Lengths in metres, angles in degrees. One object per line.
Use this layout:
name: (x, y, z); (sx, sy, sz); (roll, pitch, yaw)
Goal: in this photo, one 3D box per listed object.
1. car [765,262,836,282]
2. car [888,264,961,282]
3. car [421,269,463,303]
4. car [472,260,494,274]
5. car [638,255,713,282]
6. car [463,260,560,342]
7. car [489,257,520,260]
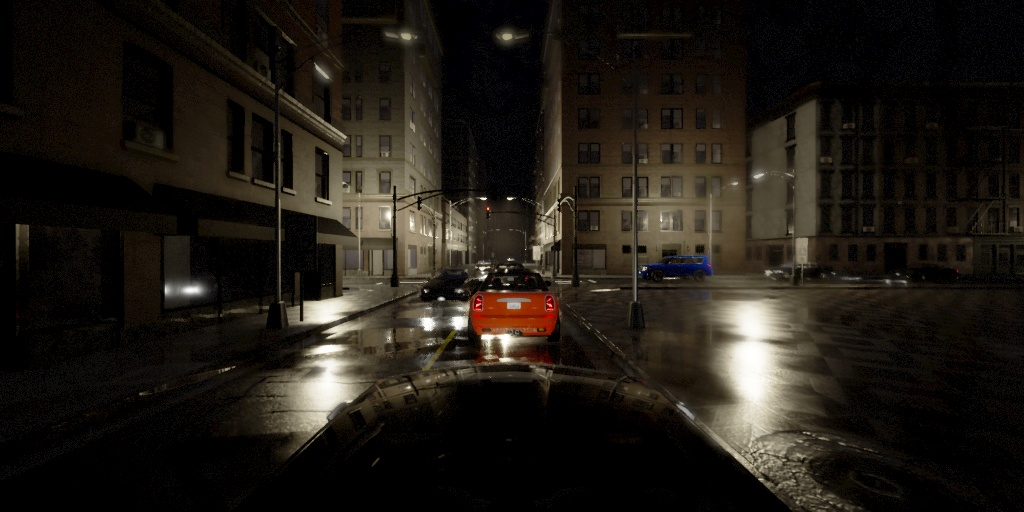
car: (22.982, 1.247, 28.725); (4.902, 1.511, 2.128); (0, 0, -1)
car: (33.037, 1.320, 28.807); (4.181, 1.385, 1.994); (0, 0, 0)
car: (-2.642, 1.297, 16.769); (2.033, 1.411, 5.357); (0, 0, 3)
car: (-3.224, 1.239, 41.255); (2.128, 1.511, 4.902); (0, 0, 0)
car: (12.961, 0.975, 28.621); (5.566, 2.045, 2.150); (0, 0, -1)
car: (0.048, 1.102, 9.941); (2.097, 1.767, 4.553); (0, 0, 0)
car: (-0.183, 1.101, 18.861); (2.097, 1.767, 4.553); (0, 0, -3)
